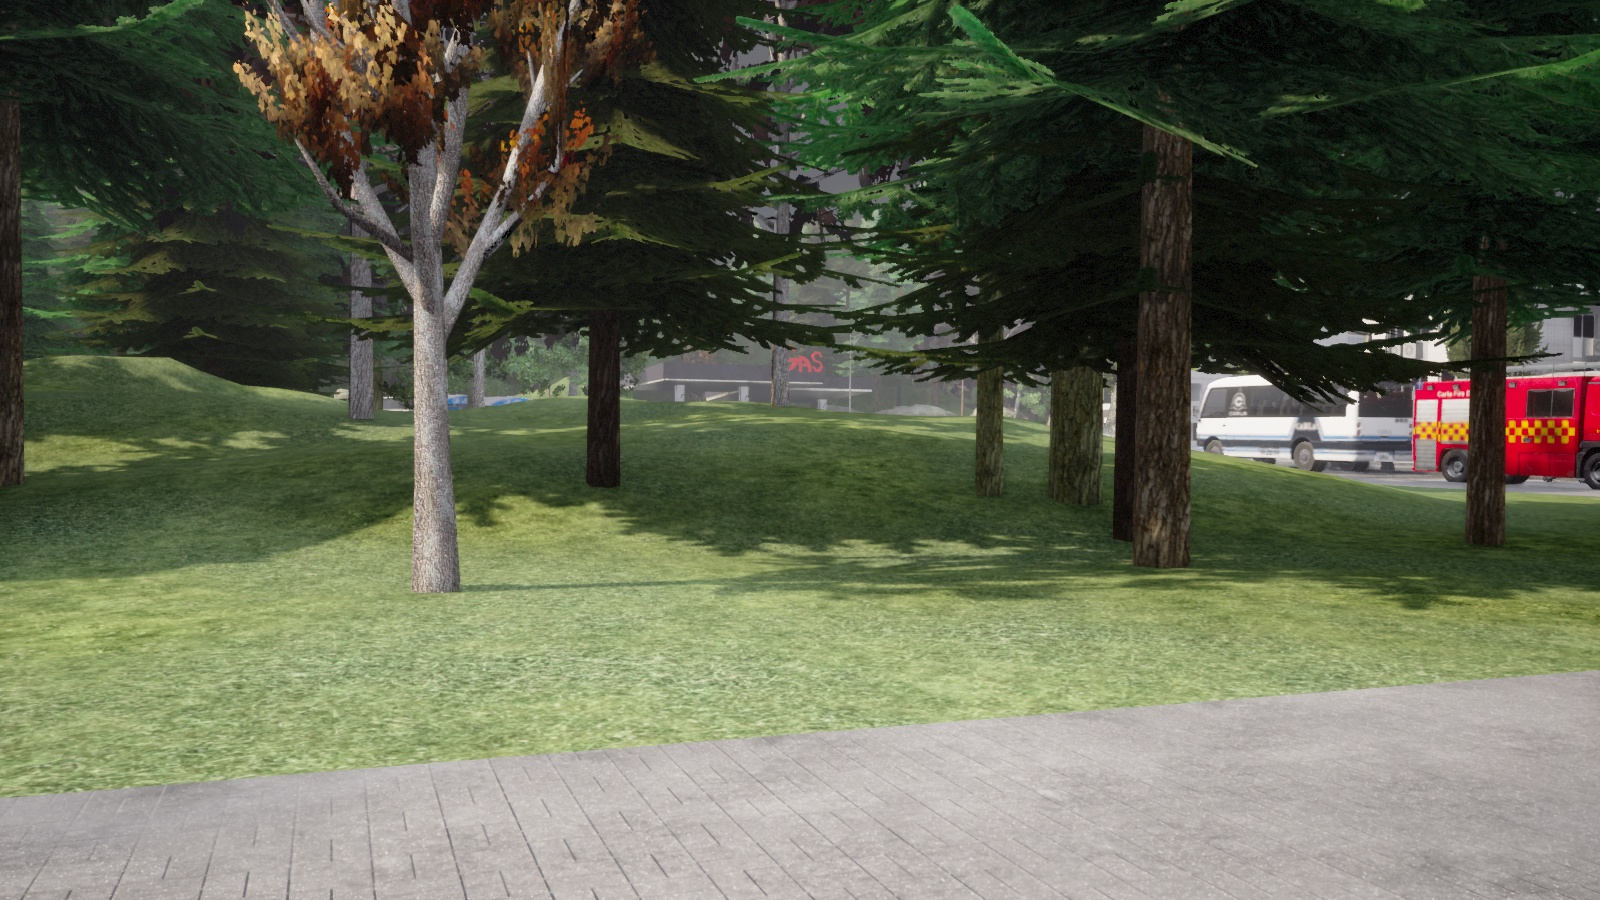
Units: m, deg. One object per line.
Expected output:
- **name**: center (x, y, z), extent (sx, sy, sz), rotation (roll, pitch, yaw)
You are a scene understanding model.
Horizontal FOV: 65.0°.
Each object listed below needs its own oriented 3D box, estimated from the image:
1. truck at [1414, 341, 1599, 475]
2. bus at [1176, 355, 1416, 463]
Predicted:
- **truck**: center (23.339, -1.244, 38.456), extent (2.891, 3.827, 8.468), rotation (-1, 1, -20)
- **bus**: center (21.395, -1.707, 55.166), extent (3.944, 4.253, 10.273), rotation (-1, 1, -20)
